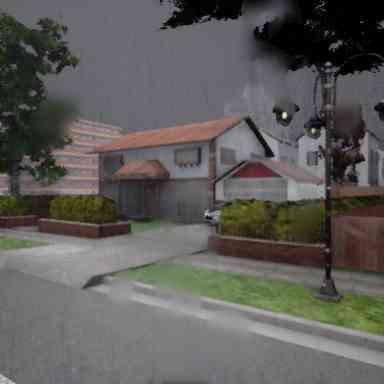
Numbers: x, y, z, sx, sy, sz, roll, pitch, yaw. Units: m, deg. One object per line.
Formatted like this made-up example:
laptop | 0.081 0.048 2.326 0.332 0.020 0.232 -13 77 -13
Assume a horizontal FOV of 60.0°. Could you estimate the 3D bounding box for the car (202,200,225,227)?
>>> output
car | 2.281 1.164 18.692 1.970 1.475 3.806 0 0 36
